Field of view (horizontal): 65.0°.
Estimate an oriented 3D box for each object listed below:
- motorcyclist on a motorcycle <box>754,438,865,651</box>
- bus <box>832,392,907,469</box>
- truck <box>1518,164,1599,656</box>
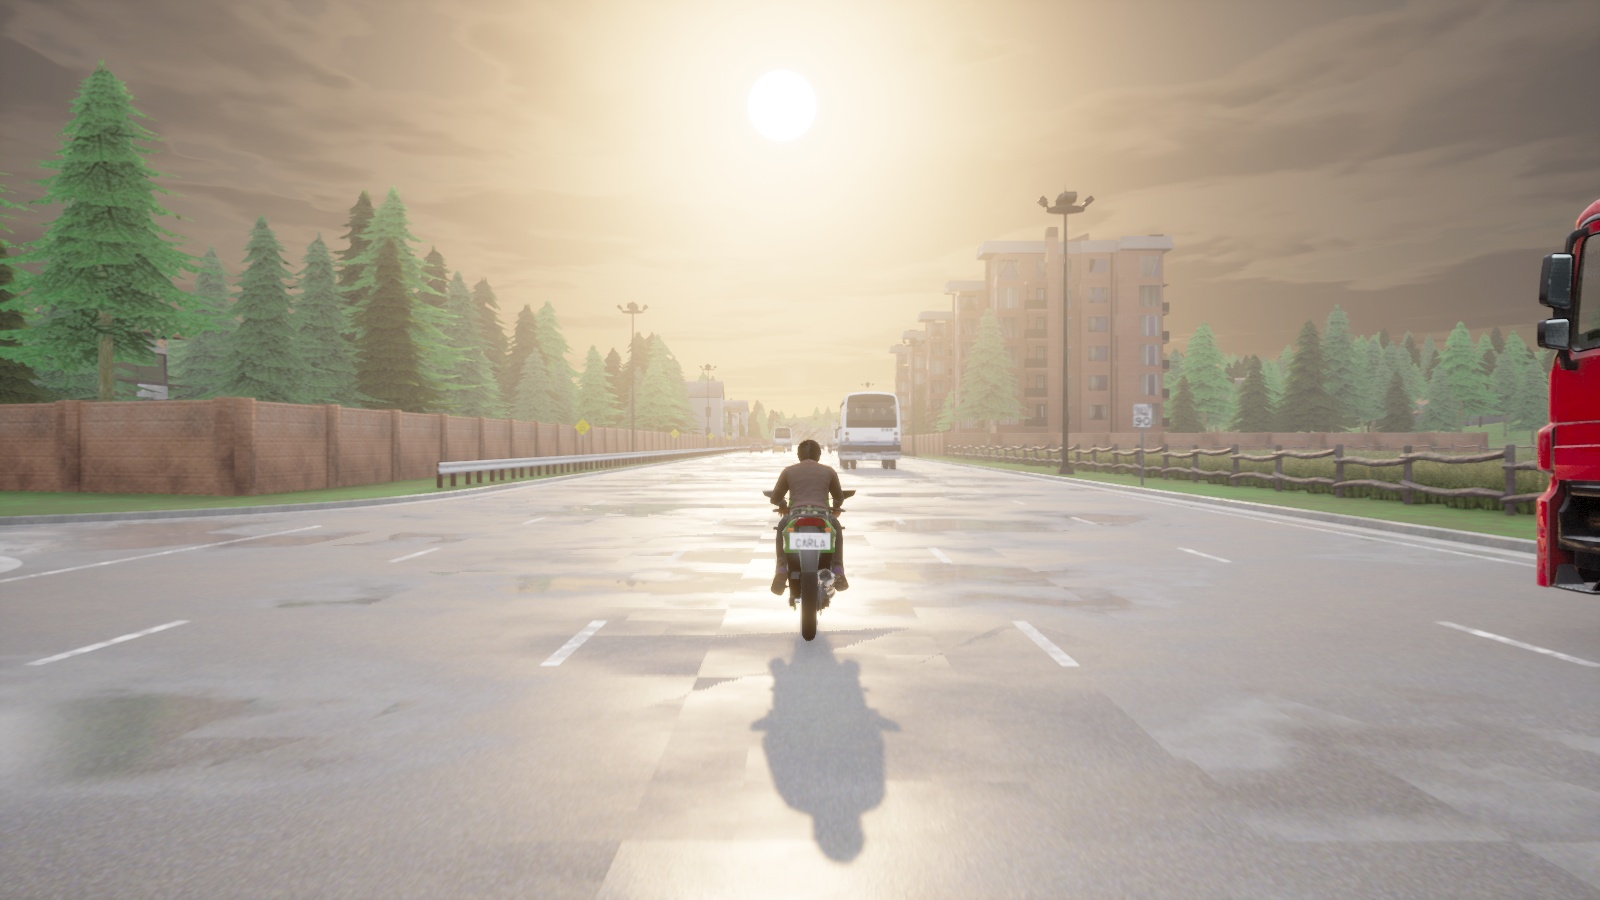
[{"bbox_3d":[0.072,0.672,10.014,0.797,1.523,2.044,0,0,0],"label":"motorcyclist on a motorcycle"},{"bbox_3d":[3.935,-1.045,74.071,3.944,4.253,10.273,0,0,0],"label":"bus"},{"bbox_3d":[7.049,-0.263,5.853,2.891,3.462,7.936,0,0,0],"label":"truck"}]
